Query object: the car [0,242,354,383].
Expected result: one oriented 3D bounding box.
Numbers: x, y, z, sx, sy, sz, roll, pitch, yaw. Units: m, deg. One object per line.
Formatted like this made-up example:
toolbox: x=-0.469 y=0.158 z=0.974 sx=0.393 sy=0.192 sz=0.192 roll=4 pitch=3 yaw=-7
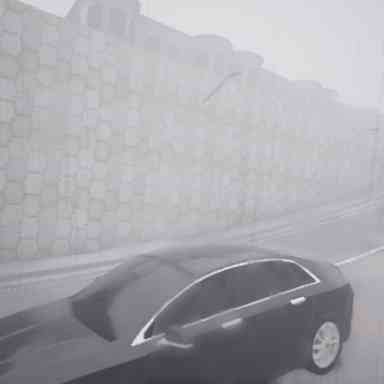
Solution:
car: x=-0.057 y=1.453 z=3.921 sx=4.892 sy=1.490 sz=1.837 roll=-2 pitch=1 yaw=-34
